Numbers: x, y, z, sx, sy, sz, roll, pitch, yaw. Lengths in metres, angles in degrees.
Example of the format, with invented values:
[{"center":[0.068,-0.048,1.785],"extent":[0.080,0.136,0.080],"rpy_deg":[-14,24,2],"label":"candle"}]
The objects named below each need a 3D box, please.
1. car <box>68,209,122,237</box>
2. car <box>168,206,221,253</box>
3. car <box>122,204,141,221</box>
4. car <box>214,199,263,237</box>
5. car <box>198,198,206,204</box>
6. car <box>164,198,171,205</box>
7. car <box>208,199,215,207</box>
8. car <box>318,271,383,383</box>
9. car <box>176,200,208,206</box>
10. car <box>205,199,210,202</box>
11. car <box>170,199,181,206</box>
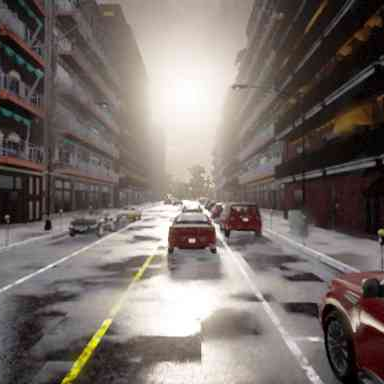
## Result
[{"center":[-5.671,1.735,19.175],"extent":[2.008,1.369,4.403],"rpy_deg":[1,-1,0],"label":"car"},{"center":[0.012,1.617,14.490],"extent":[1.882,1.535,5.008],"rpy_deg":[0,0,0],"label":"car"},{"center":[-5.665,1.816,30.141],"extent":[1.752,1.417,4.829],"rpy_deg":[1,-1,0],"label":"car"},{"center":[2.713,1.500,19.140],"extent":[2.192,1.841,5.009],"rpy_deg":[1,-1,0],"label":"car"},{"center":[2.817,2.467,92.160],"extent":[1.947,1.339,4.313],"rpy_deg":[1,-1,0],"label":"car"},{"center":[-5.658,2.224,80.420],"extent":[1.967,1.590,4.097],"rpy_deg":[1,-1,0],"label":"car"},{"center":[2.716,1.732,30.274],"extent":[1.967,1.590,4.097],"rpy_deg":[1,-1,0],"label":"car"},{"center":[2.704,1.340,2.437],"extent":[2.192,1.841,5.009],"rpy_deg":[1,-1,0],"label":"car"},{"center":[0.018,1.775,29.299],"extent":[2.128,1.511,4.902],"rpy_deg":[0,0,0],"label":"car"},{"center":[3.169,1.959,46.967],"extent":[1.837,1.490,4.892],"rpy_deg":[0,-1,0],"label":"car"},{"center":[-2.965,2.242,71.031],"extent":[1.994,1.385,4.181],"rpy_deg":[0,-1,0],"label":"car"}]
